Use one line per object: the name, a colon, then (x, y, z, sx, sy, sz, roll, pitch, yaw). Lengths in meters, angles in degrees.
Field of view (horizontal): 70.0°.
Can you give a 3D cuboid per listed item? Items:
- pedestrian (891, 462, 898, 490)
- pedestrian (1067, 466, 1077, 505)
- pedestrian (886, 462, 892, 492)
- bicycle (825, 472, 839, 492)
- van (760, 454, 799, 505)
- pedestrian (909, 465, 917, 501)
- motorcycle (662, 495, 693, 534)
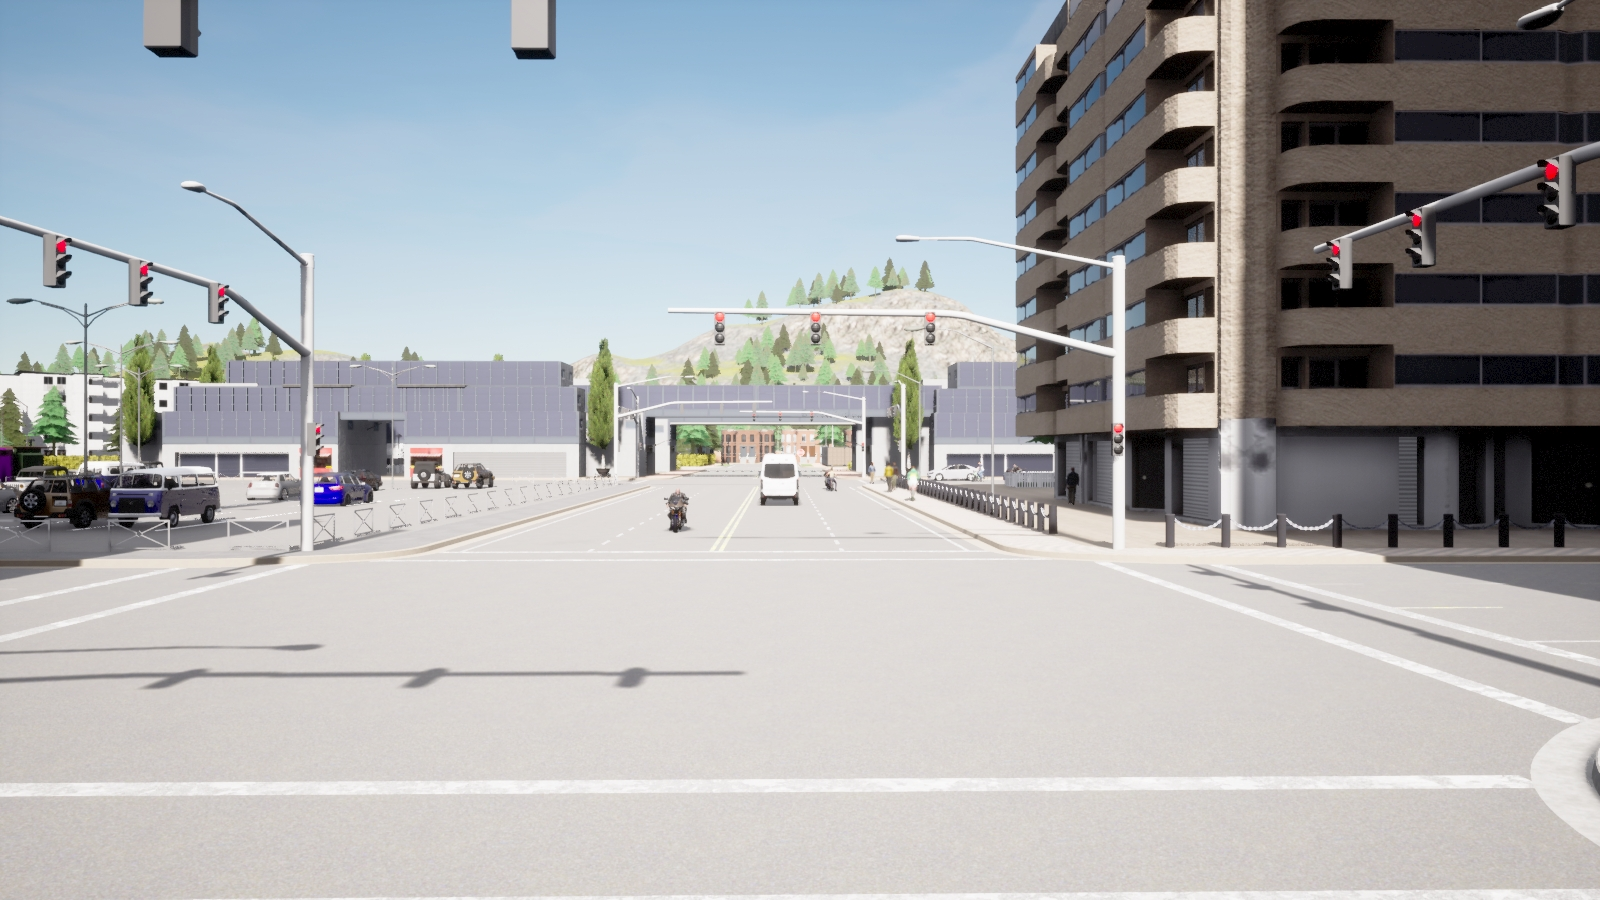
pedestrian: (6.144, 1.697, 74.392, 0.375, 1.860, 0.375, 0, 0, -1)
pedestrian: (12.757, 1.661, 53.572, 0.375, 1.860, 0.375, 0, 0, 0)
pedestrian: (5.580, 1.695, 71.559, 0.375, 1.860, 0.375, 0, 0, -1)
bicycle: (2.134, 2.158, 77.288, 0.859, 1.276, 1.487, 0, 0, -1)
van: (-1.075, 1.531, 60.568, 1.988, 2.561, 5.915, 0, -1, -1)
pedestrian: (5.889, 1.695, 59.500, 0.375, 1.860, 0.375, 0, 0, 10)
motorcycle: (-4.213, 2.205, 39.441, 0.867, 1.251, 2.209, 0, 0, -1)
